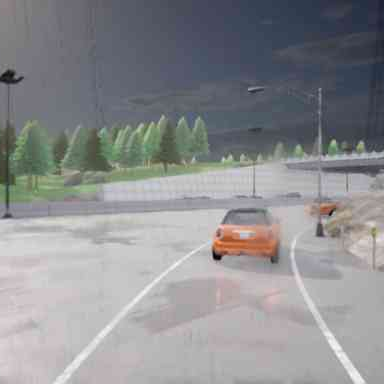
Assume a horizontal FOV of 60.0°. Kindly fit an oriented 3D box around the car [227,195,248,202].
[{"bbox_3d":[9.979,1.356,72.182,4.892,1.490,1.837,0,0,-43],"label":"car"}]

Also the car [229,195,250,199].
[{"bbox_3d":[7.210,1.451,55.346,4.181,1.385,1.994,0,0,-43],"label":"car"}]

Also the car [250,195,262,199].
[{"bbox_3d":[12.654,1.415,69.891,5.357,1.411,2.033,0,0,-43],"label":"car"}]

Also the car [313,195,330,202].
[{"bbox_3d":[29.549,1.485,76.061,4.181,1.385,1.994,0,0,-43],"label":"car"}]

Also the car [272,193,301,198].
[{"bbox_3d":[18.753,1.456,66.006,5.357,1.411,2.033,0,0,-43],"label":"car"}]

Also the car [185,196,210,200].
[{"bbox_3d":[1.396,1.412,59.480,4.181,1.385,1.994,0,0,-42],"label":"car"}]

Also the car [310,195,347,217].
[{"bbox_3d":[12.853,1.330,31.197,2.097,1.767,4.553,1,0,42],"label":"car"}]

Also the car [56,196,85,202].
[{"bbox_3d":[-18.035,1.346,49.509,4.181,1.385,1.994,0,0,-27],"label":"car"}]

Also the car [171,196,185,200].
[{"bbox_3d":[-1.658,1.430,61.420,4.718,1.301,1.895,0,0,-42],"label":"car"}]

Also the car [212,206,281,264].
[{"bbox_3d":[2.124,1.331,12.102,2.097,1.767,4.553,0,0,15],"label":"car"}]
